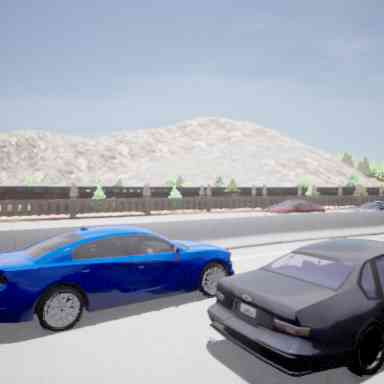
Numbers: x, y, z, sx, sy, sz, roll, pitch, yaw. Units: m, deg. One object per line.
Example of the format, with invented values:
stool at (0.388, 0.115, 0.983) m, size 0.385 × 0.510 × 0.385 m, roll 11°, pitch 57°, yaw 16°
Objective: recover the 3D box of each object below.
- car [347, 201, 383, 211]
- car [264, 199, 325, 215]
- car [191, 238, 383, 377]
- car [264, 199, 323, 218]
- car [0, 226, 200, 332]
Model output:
car at (12.099, 1.361, 21.900) m, size 4.674 × 1.442 × 1.812 m, roll 0°, pitch 0°, yaw -22°
car at (7.359, 1.366, 23.699) m, size 4.674 × 1.442 × 1.812 m, roll 0°, pitch 0°, yaw -24°
car at (2.843, 1.507, 5.437) m, size 5.357 × 1.411 × 2.033 m, roll 0°, pitch 0°, yaw -31°
car at (8.576, 1.338, 28.020) m, size 4.674 × 1.442 × 1.812 m, roll 0°, pitch 0°, yaw -22°
car at (-1.380, 1.443, 6.830) m, size 5.008 × 1.535 × 1.882 m, roll 0°, pitch 0°, yaw -34°
